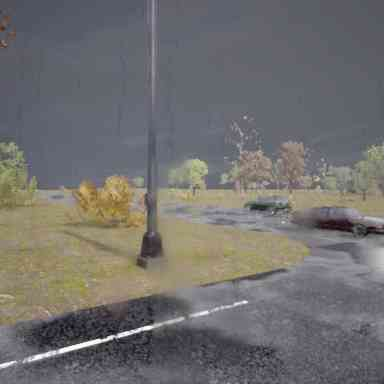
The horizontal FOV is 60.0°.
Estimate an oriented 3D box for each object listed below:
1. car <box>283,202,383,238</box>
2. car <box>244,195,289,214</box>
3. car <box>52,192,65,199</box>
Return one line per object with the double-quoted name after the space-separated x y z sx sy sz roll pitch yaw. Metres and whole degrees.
7.931 1.497 18.057 2.033 1.411 5.357 -1 1 -35 "car"
7.054 1.089 31.496 2.097 1.767 4.553 -1 1 -35 "car"
-28.380 0.741 70.532 1.994 1.385 4.181 -1 1 -31 "car"
